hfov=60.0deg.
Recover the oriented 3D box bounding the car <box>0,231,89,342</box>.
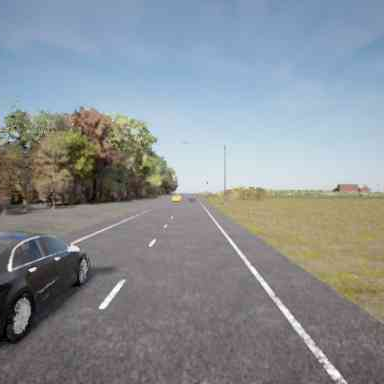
[{"bbox_3d":[-3.495,1.512,6.452,1.837,1.490,4.892,0,0,0],"label":"car"}]

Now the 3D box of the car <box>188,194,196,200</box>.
[{"bbox_3d":[0.034,1.351,86.101,1.994,1.385,4.181,0,0,0],"label":"car"}]

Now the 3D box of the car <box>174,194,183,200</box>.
[{"bbox_3d":[-3.465,1.344,86.103,2.033,1.411,5.357,0,0,0],"label":"car"}]

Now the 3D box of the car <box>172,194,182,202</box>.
[{"bbox_3d":[-3.468,1.414,75.679,1.882,1.535,5.008,0,0,0],"label":"car"}]

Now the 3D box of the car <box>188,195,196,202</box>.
[{"bbox_3d":[0.031,1.456,76.061,2.128,1.511,4.902,0,0,0],"label":"car"}]
